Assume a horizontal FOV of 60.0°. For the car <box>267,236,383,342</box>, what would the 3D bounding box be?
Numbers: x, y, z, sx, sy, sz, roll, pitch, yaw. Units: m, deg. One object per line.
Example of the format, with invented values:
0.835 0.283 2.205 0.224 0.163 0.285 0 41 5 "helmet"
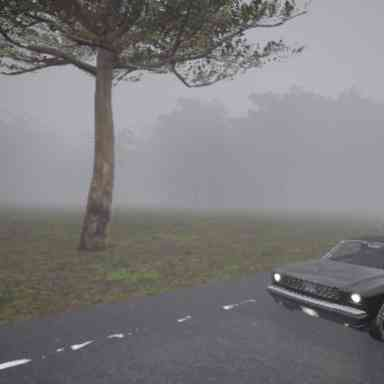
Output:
3.698 1.621 6.623 4.718 1.301 1.895 0 0 -35 "car"
